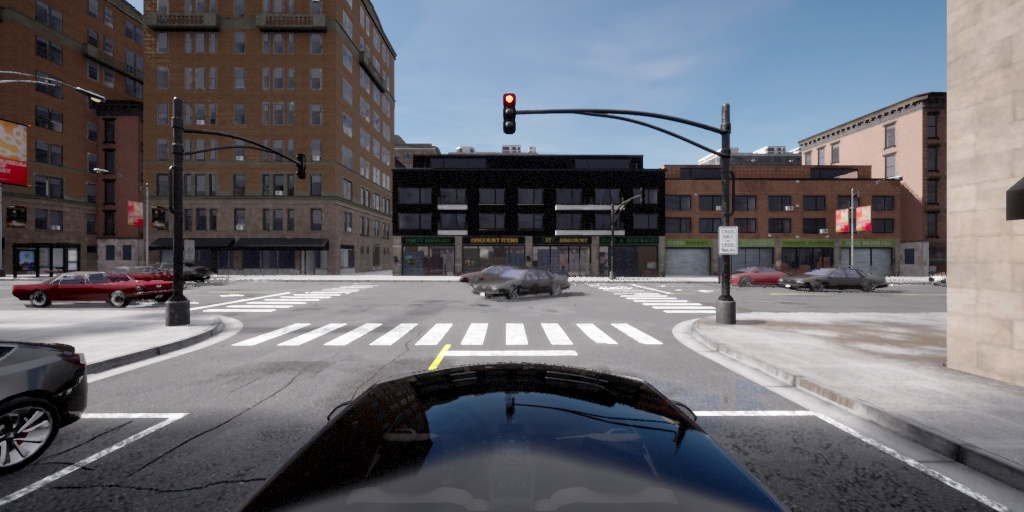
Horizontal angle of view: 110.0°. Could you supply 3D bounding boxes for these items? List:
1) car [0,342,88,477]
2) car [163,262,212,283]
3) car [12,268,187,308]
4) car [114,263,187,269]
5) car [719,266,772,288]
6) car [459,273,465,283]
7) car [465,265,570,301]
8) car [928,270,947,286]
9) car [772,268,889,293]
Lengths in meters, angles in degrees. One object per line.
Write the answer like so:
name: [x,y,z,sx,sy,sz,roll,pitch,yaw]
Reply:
car: [-5.388,1.316,2.038,1.948,1.339,4.313,0,0,-1]
car: [-23.056,1.153,24.055,4.892,1.490,1.837,0,0,-1]
car: [-16.204,1.280,14.193,4.718,1.301,1.895,0,0,-1]
car: [-22.259,1.252,20.815,4.718,1.301,1.895,0,0,-1]
car: [16.582,1.406,24.575,4.181,1.385,1.994,0,0,-1]
car: [-0.823,1.301,24.350,5.357,1.411,2.033,0,0,-1]
car: [0.625,1.308,17.594,5.357,1.411,2.033,0,0,-43]
car: [31.835,1.415,24.775,4.902,1.511,2.128,0,0,-1]
car: [19.079,1.402,21.362,5.357,1.411,2.033,0,0,-1]
